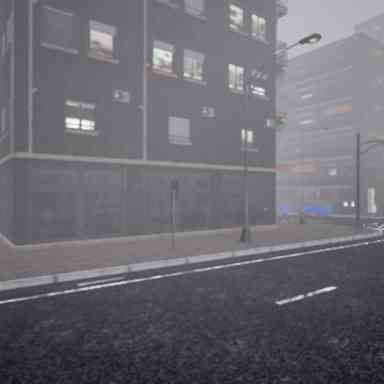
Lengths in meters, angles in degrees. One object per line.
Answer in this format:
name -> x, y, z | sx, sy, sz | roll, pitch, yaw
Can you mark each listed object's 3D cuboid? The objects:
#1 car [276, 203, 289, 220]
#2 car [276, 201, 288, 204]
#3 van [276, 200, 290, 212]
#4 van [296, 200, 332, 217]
car -> 6.829, 2.036, 32.254 | 1.802, 1.307, 4.206 | -1, 0, -36
car -> 7.389, 1.987, 35.828 | 2.128, 1.511, 4.902 | 0, -1, -36
van -> 10.253, 1.894, 41.688 | 1.690, 1.788, 3.998 | -1, 0, -36
van -> 13.569, 1.821, 37.173 | 1.690, 1.788, 3.998 | -1, 0, -36
